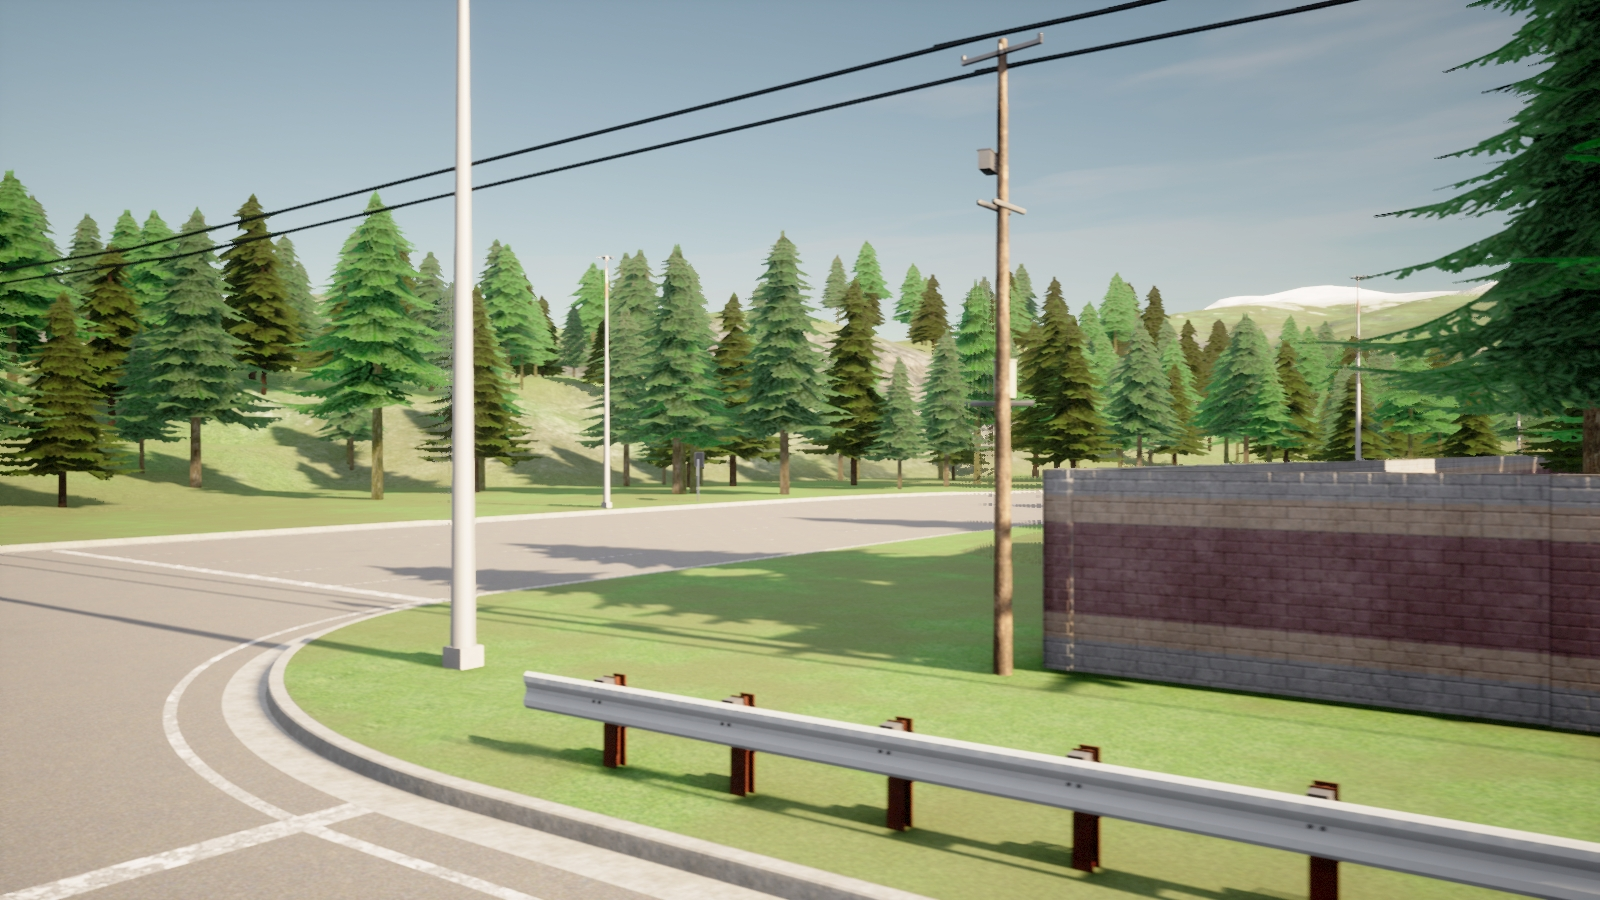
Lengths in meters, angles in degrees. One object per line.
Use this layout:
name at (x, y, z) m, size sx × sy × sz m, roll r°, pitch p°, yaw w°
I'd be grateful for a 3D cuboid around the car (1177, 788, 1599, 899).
car at (3.193, 1.982, 1.552) m, size 5.238 × 1.638 × 2.097 m, roll 0°, pitch 0°, yaw 35°
